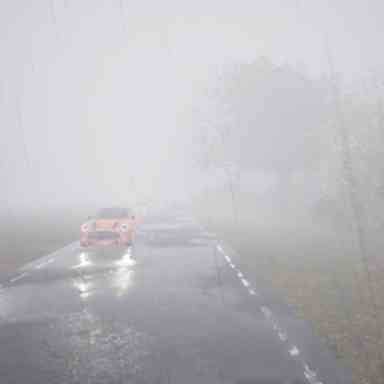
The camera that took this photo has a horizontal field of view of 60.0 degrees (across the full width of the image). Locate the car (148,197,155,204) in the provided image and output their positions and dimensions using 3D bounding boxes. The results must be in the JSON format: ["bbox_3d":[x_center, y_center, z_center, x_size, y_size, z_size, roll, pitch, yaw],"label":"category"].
[{"bbox_3d":[-9.074,1.838,70.734,1.837,1.490,4.892,0,0,-15],"label":"car"}]

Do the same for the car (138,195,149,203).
[{"bbox_3d":[-11.764,1.664,80.678,2.097,1.767,4.553,0,0,-17],"label":"car"}]

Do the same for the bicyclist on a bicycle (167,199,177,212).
[{"bbox_3d":[-2.251,1.637,40.861,0.866,1.612,1.509,0,-1,-8],"label":"bicyclist on a bicycle"}]

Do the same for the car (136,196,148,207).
[{"bbox_3d":[-8.850,1.802,56.095,1.812,1.442,4.674,0,0,-11],"label":"car"}]

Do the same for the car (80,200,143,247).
[{"bbox_3d":[-3.629,1.434,15.354,2.097,1.767,4.553,0,0,-3],"label":"car"}]

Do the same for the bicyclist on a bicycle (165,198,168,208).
[{"bbox_3d":[-3.696,1.676,49.722,0.866,1.612,1.509,0,-1,-10],"label":"bicyclist on a bicycle"}]
